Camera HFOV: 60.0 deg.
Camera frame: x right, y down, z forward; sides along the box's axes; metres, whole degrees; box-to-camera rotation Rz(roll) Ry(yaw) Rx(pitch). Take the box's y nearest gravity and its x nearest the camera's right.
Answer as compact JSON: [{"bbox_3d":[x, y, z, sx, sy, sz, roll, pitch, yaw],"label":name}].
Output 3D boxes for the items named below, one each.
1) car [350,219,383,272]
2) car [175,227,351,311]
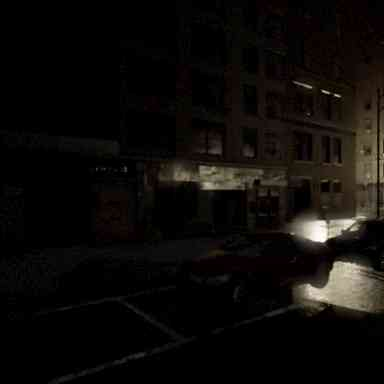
[{"bbox_3d":[6.110,1.577,10.890,4.313,1.339,1.947,0,0,-35],"label":"car"},{"bbox_3d":[1.612,1.588,7.682,4.206,1.307,1.802,0,0,-35],"label":"car"}]
